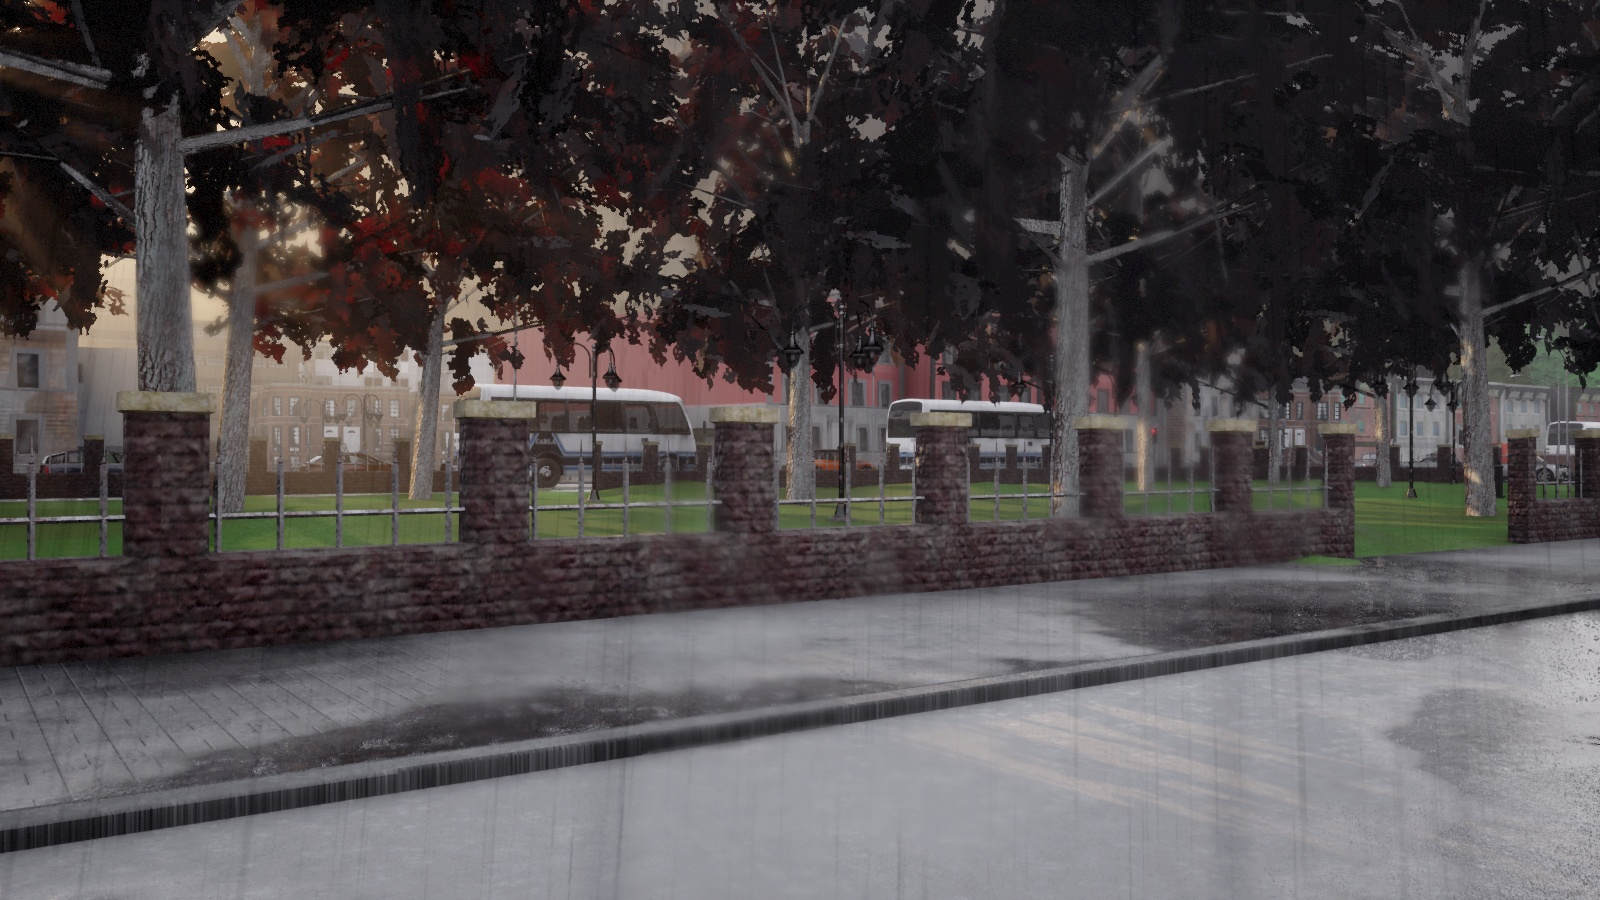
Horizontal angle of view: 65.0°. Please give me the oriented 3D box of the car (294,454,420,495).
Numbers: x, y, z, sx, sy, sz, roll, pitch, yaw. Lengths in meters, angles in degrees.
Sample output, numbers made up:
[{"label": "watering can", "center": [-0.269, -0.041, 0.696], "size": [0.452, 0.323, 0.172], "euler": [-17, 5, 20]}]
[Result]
[{"label": "car", "center": [-16.821, 0.911, 47.789], "size": [4.193, 1.474, 1.816], "euler": [0, 0, -35]}]

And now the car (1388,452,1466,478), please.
[{"label": "car", "center": [36.535, 0.860, 73.256], "size": [1.845, 1.501, 3.633], "euler": [0, 0, -35]}]

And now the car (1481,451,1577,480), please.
[{"label": "car", "center": [37.564, 0.789, 64.729], "size": [1.970, 1.475, 3.806], "euler": [0, 0, -37]}]

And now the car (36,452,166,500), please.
[{"label": "car", "center": [-23.851, 0.874, 42.859], "size": [3.705, 1.549, 1.789], "euler": [1, -1, -35]}]

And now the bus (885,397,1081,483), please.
[{"label": "bus", "center": [9.780, -0.490, 66.470], "size": [10.273, 4.253, 3.944], "euler": [0, 0, -34]}]

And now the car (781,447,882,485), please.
[{"label": "car", "center": [1.542, 0.748, 60.656], "size": [4.553, 1.767, 2.097], "euler": [0, 0, -35]}]

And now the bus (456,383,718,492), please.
[{"label": "bus", "center": [-8.897, -0.482, 53.337], "size": [10.273, 4.253, 3.944], "euler": [0, 0, -35]}]

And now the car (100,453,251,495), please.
[{"label": "car", "center": [-23.747, 0.868, 47.820], "size": [4.902, 1.511, 2.128], "euler": [0, 0, -35]}]
